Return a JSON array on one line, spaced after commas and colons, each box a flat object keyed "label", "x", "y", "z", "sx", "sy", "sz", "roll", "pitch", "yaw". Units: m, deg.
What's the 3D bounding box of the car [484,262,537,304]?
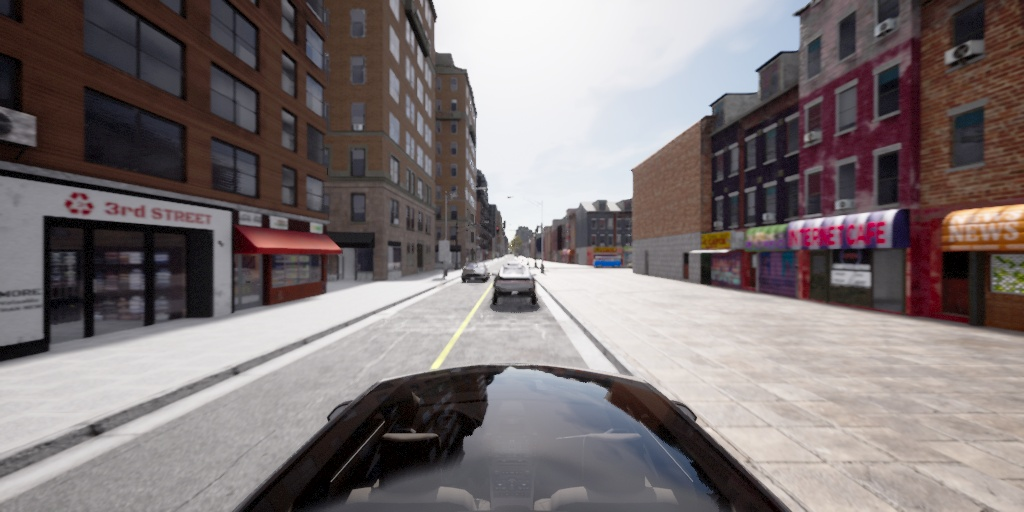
[{"label": "car", "x": 0.103, "y": 1.204, "z": 16.180, "sx": 2.128, "sy": 1.511, "sz": 4.902, "roll": 0, "pitch": 0, "yaw": 0}]

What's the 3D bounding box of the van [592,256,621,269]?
[{"label": "van", "x": 13.750, "y": 0.957, "z": 52.100, "sx": 3.998, "sy": 1.789, "sz": 1.690, "roll": 0, "pitch": 0, "yaw": 0}]

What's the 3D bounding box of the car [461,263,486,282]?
[{"label": "car", "x": -2.777, "y": 1.230, "z": 28.166, "sx": 2.033, "sy": 1.411, "sz": 5.357, "roll": 0, "pitch": 0, "yaw": 1}]

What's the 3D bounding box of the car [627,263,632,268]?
[{"label": "car", "x": 19.192, "y": 1.137, "z": 52.090, "sx": 4.829, "sy": 1.417, "sz": 1.751, "roll": 0, "pitch": 0, "yaw": 0}]
